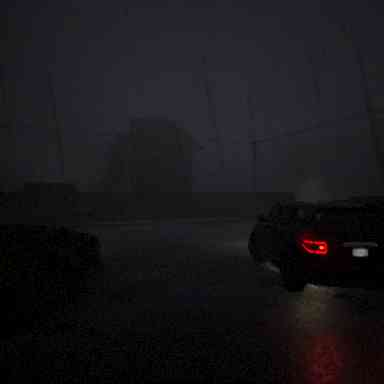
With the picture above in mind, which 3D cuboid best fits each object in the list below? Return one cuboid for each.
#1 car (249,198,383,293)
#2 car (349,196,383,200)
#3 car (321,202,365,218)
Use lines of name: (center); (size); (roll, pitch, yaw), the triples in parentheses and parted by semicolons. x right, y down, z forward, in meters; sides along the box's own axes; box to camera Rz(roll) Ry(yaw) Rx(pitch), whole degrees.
car: (3.160, 1.251, 9.073); (2.150, 2.045, 5.566); (0, 0, -2)
car: (12.786, 1.290, 21.812); (5.566, 2.045, 2.150); (1, -1, -13)
car: (14.325, 1.666, 31.895); (1.994, 1.385, 4.181); (0, 0, -6)
